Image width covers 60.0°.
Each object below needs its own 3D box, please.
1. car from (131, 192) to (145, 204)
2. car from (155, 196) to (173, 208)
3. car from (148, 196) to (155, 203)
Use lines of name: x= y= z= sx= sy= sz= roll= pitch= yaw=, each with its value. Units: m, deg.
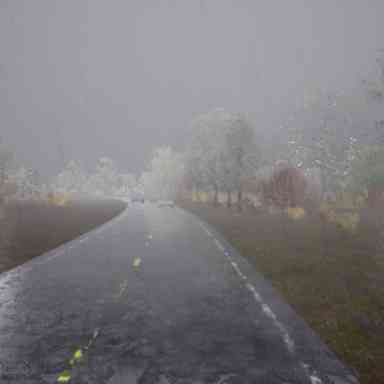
car: x=-10.008 y=1.045 z=61.638 sx=2.150 sy=2.045 sz=5.566 roll=0 pitch=0 yaw=-12
car: x=-3.652 y=1.470 z=45.070 sx=1.895 sy=1.301 sz=4.718 roll=0 pitch=0 yaw=-9
car: x=-7.292 y=1.416 z=63.657 sx=1.895 sy=1.301 sz=4.718 roll=0 pitch=0 yaw=-13
